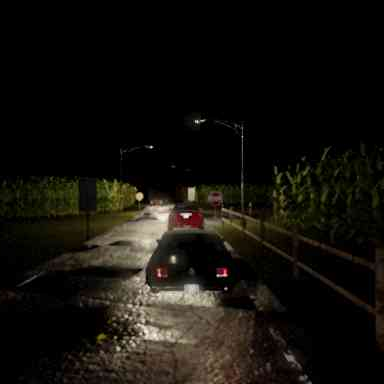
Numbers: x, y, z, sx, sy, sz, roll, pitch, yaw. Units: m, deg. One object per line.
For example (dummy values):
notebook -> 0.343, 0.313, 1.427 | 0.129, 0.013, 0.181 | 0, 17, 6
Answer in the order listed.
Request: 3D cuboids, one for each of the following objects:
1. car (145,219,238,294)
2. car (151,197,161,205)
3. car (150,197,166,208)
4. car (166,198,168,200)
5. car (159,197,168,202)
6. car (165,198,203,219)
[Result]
car -> -0.032, 1.640, 8.860 | 1.895, 1.301, 4.718 | 0, 0, -1
car -> -7.565, 1.908, 69.655 | 2.128, 1.511, 4.902 | 0, 0, -8
car -> -5.833, 1.635, 54.605 | 2.097, 1.767, 4.553 | 0, 0, -6
car -> -5.856, 1.980, 77.103 | 1.994, 1.385, 4.181 | 0, 0, -9
car -> -7.378, 1.917, 86.677 | 1.994, 1.385, 4.181 | 0, 0, -10
car -> -0.424, 1.452, 21.304 | 2.097, 1.767, 4.553 | 0, 0, -2
